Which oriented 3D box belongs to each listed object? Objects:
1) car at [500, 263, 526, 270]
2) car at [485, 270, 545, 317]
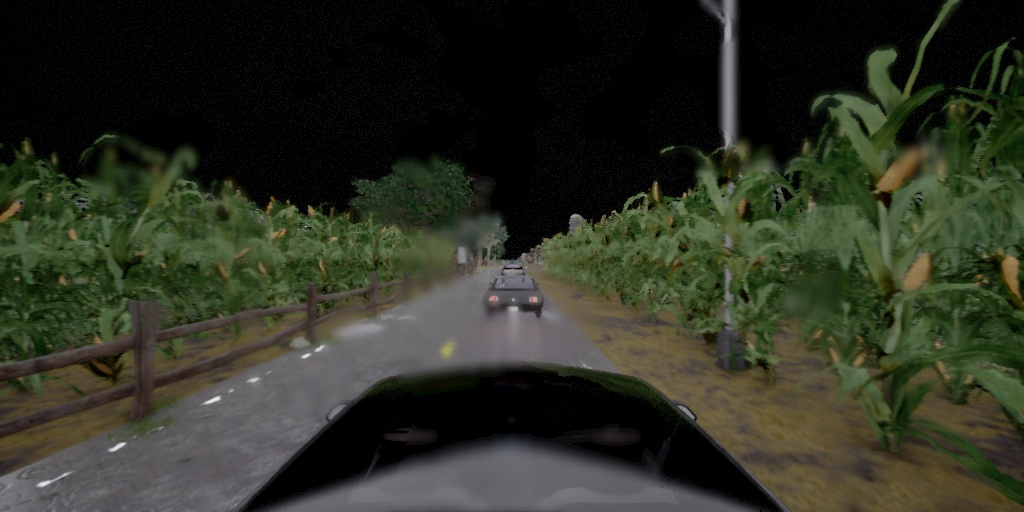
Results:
[{"bbox_3d":[0.085,1.290,28.918,2.128,1.511,4.902,0,0,0],"label":"car"},{"bbox_3d":[0.088,1.368,13.192,1.895,1.301,4.718,0,0,0],"label":"car"}]
